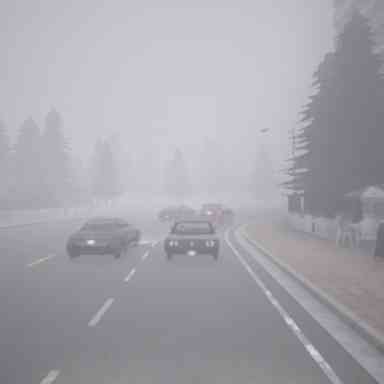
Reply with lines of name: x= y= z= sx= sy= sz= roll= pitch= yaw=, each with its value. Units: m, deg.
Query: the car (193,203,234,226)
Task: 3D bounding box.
car: x=1.981 y=1.658 z=26.709 sx=2.097 sy=1.767 sz=4.553 roll=0 pitch=-1 yaw=19

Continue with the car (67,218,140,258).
car: x=-3.410 y=1.720 z=13.481 sx=1.994 sy=1.385 sz=4.181 roll=0 pitch=-1 yaw=2

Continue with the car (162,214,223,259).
car: x=0.069 y=1.754 z=13.215 sx=1.895 sy=1.301 sz=4.718 roll=0 pitch=-1 yaw=2

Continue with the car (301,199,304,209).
car: x=21.243 y=1.861 z=55.281 sx=5.566 sy=2.045 sz=2.150 roll=1 pitch=-1 yaw=-20

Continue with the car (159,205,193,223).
car: x=-1.103 y=1.804 z=28.420 sx=1.882 sy=1.535 sz=5.008 roll=0 pitch=0 yaw=21

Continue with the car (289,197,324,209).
car: x=20.172 y=1.899 z=58.612 sx=5.566 sy=2.045 sz=2.150 roll=1 pitch=-1 yaw=-20
